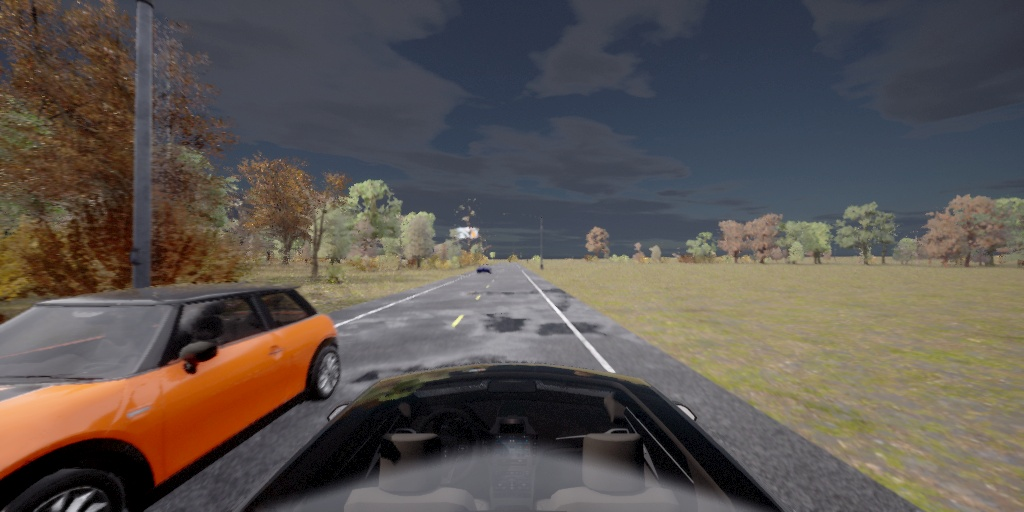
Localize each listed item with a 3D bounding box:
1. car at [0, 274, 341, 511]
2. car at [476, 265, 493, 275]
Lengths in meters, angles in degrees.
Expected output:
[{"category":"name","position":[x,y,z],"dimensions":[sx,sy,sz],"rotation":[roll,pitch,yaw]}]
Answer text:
[{"category":"car","position":[-3.600,1.118,3.436],"dimensions":[2.097,1.767,4.553],"rotation":[0,-1,0]},{"category":"car","position":[-3.572,1.757,46.561],"dimensions":[1.895,1.301,4.718],"rotation":[0,-1,0]}]
